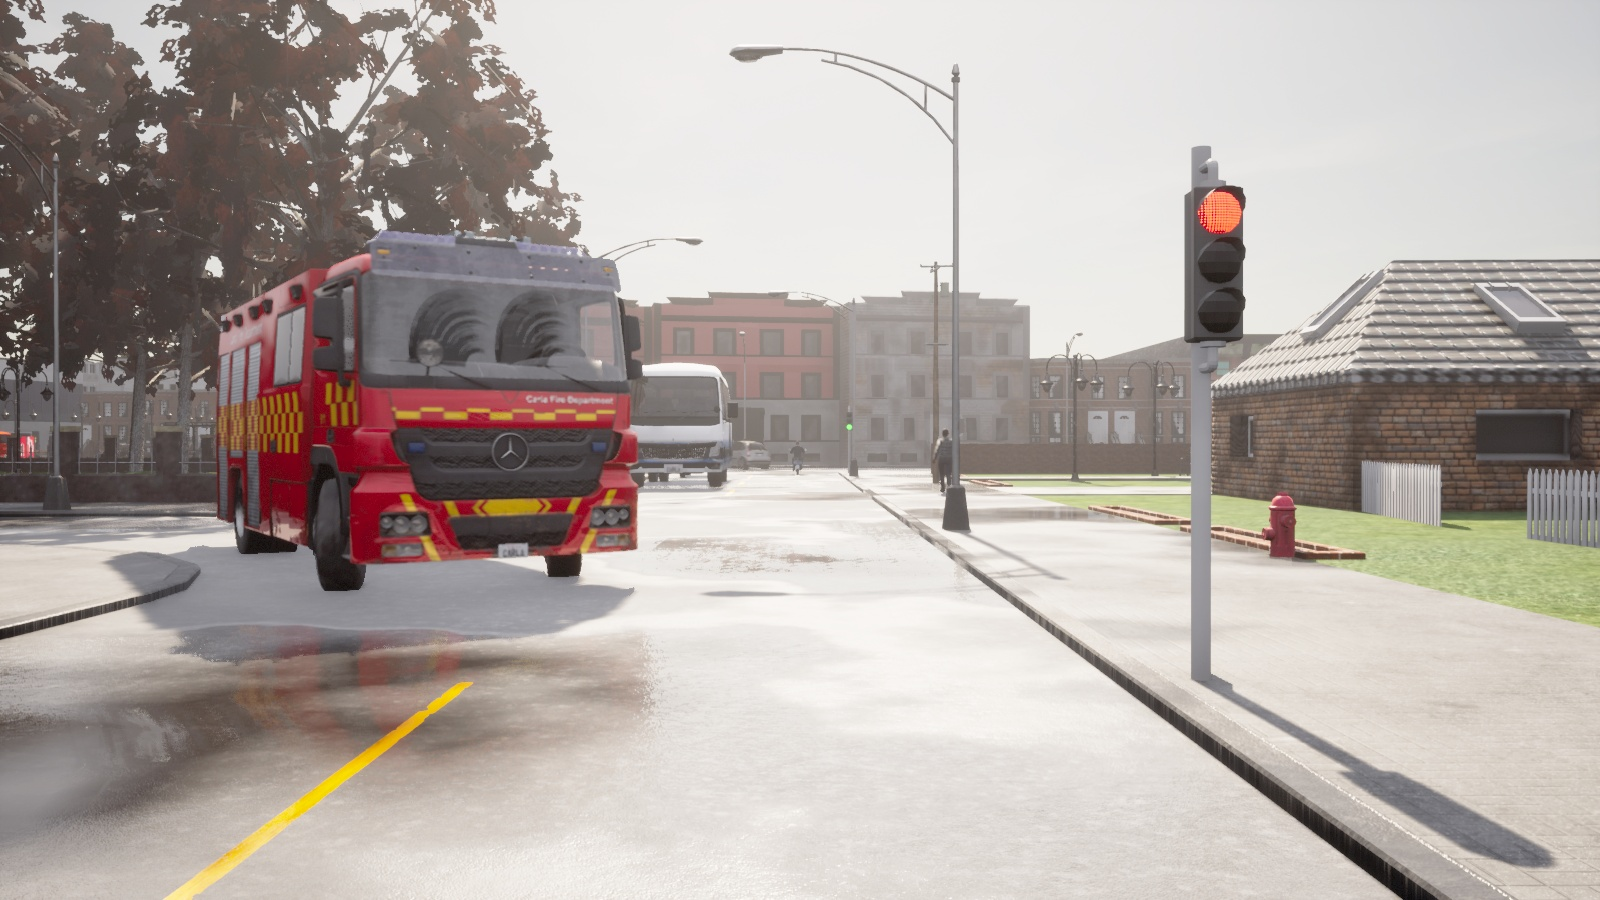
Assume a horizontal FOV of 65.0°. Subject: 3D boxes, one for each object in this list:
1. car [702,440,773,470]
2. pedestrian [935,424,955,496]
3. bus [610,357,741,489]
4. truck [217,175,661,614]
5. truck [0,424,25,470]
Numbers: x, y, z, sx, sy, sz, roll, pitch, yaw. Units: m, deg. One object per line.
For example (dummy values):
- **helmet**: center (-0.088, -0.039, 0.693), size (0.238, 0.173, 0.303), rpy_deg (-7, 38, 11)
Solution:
- **car**: center (-3.540, 0.245, 70.369), size (1.851, 1.617, 3.988), rpy_deg (0, 0, -42)
- **pedestrian**: center (3.938, 0.263, 34.110), size (0.423, 1.949, 0.788), rpy_deg (0, 0, -1)
- **bus**: center (-4.227, -0.889, 45.382), size (3.944, 4.253, 10.273), rpy_deg (0, 0, -1)
- **truck**: center (-4.884, -0.508, 15.282), size (2.891, 3.827, 8.468), rpy_deg (0, 0, -33)
- **truck**: center (-45.836, -0.168, 68.737), size (5.204, 2.467, 2.627), rpy_deg (0, 0, 0)
